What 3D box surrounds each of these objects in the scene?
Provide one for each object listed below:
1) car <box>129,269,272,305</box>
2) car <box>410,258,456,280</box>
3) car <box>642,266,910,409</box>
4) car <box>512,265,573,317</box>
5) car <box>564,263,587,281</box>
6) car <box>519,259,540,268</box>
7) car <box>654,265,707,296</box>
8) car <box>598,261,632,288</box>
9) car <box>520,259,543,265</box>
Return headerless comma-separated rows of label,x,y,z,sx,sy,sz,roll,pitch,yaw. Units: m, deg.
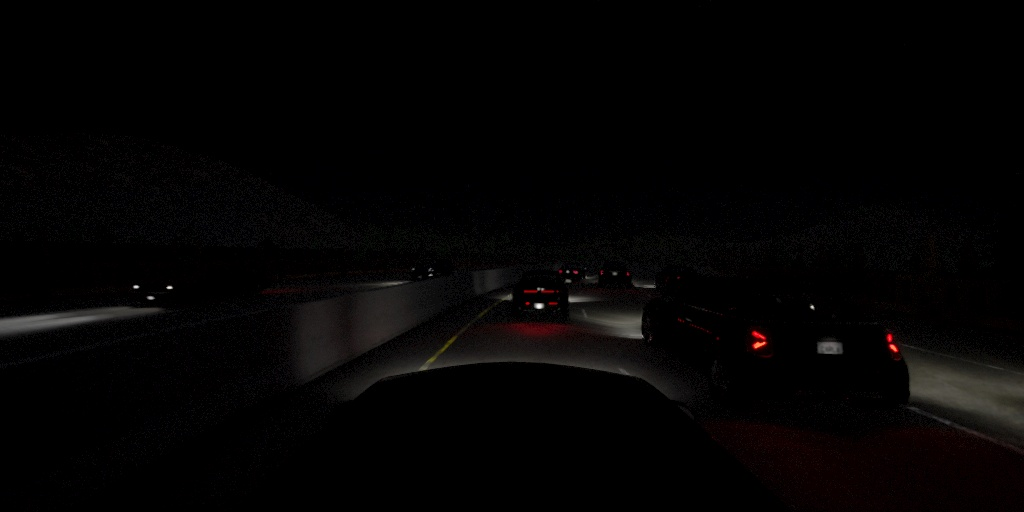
car,-12.924,1.229,15.305,1.895,1.301,4.718,0,0,8
car,-6.357,1.030,29.337,2.097,1.767,4.553,1,0,17
car,3.968,1.134,6.467,2.097,1.767,4.553,1,0,3
car,1.116,1.258,13.236,1.837,1.490,4.892,0,0,7
car,5.270,1.326,31.051,2.033,1.411,5.357,0,0,19
car,2.950,1.268,60.174,1.812,1.442,4.674,1,0,26
car,9.665,1.327,20.989,1.837,1.490,4.892,0,0,13
car,7.063,1.150,24.763,2.097,1.767,4.553,1,0,15
car,2.689,1.349,43.647,1.895,1.301,4.718,1,0,25
